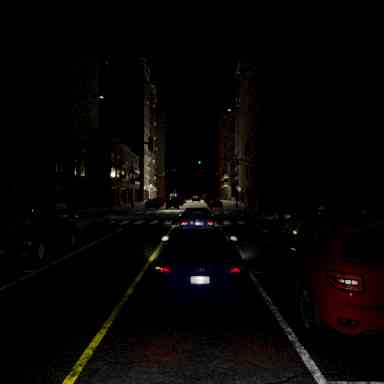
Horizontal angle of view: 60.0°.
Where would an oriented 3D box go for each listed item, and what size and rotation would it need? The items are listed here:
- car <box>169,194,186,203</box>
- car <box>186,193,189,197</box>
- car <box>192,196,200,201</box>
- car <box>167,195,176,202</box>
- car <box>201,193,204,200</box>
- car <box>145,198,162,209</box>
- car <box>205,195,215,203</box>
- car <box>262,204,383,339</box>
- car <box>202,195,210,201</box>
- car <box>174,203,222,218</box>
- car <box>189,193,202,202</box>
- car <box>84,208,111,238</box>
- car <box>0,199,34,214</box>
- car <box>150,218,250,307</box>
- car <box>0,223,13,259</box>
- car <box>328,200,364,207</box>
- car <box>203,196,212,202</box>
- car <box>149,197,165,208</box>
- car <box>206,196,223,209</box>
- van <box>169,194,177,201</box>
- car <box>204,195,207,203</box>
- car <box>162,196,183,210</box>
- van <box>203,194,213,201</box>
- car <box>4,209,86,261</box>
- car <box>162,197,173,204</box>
[{"bbox_3d":[-2.410,1.506,54.494,1.882,1.535,5.008,0,0,1],"label":"car"},{"bbox_3d":[-2.239,1.388,64.524,2.097,1.767,4.553,0,0,1],"label":"car"},{"bbox_3d":[1.064,1.649,84.879,1.895,1.301,4.718,0,0,1],"label":"car"},{"bbox_3d":[-4.861,1.488,78.956,1.967,1.590,4.097,1,0,1],"label":"car"},{"bbox_3d":[3.522,1.353,67.496,2.192,1.841,5.009,1,0,1],"label":"car"},{"bbox_3d":[-5.292,1.567,44.921,1.887,1.381,4.507,1,0,1],"label":"car"},{"bbox_3d":[3.304,1.608,50.477,1.802,1.307,4.206,1,0,1],"label":"car"},{"bbox_3d":[2.752,1.318,6.539,2.192,1.841,5.009,1,0,1],"label":"car"},{"bbox_3d":[3.806,1.624,90.187,1.947,1.339,4.313,1,0,1],"label":"car"},{"bbox_3d":[0.252,1.557,18.417,2.033,1.411,5.357,0,0,0],"label":"car"},{"bbox_3d":[0.941,1.585,74.180,2.033,1.411,5.357,0,0,1],"label":"car"},{"bbox_3d":[-5.635,1.534,17.733,1.752,1.417,4.829,1,0,1],"label":"car"},{"bbox_3d":[-16.426,1.349,29.223,4.902,1.511,2.128,1,-1,1],"label":"car"},{"bbox_3d":[0.178,1.568,8.044,1.994,1.385,4.181,0,0,1],"label":"car"},{"bbox_3d":[-5.777,1.528,6.485,1.752,1.417,4.829,1,0,1],"label":"car"},{"bbox_3d":[13.986,1.512,31.872,4.553,1.767,2.097,0,-1,1],"label":"car"},{"bbox_3d":[3.663,1.630,78.841,1.802,1.307,4.206,1,0,1],"label":"car"},{"bbox_3d":[-5.220,1.571,50.594,1.887,1.381,4.507,1,0,1],"label":"car"},{"bbox_3d":[3.233,1.605,44.804,1.802,1.307,4.206,1,0,1],"label":"car"},{"bbox_3d":[-4.788,1.394,84.628,1.690,1.788,3.998,1,0,1],"label":"van"},{"bbox_3d":[3.376,1.612,56.150,1.802,1.307,4.206,1,0,1],"label":"car"},{"bbox_3d":[-2.589,1.570,44.531,2.033,1.411,5.357,0,0,-3],"label":"car"},{"bbox_3d":[3.450,1.375,61.823,1.690,1.788,3.998,1,0,1],"label":"van"},{"bbox_3d":[-5.704,1.550,12.279,1.887,1.381,4.507,1,0,1],"label":"car"},{"bbox_3d":[-5.005,1.620,67.611,1.802,1.307,4.206,1,0,1],"label":"car"}]
